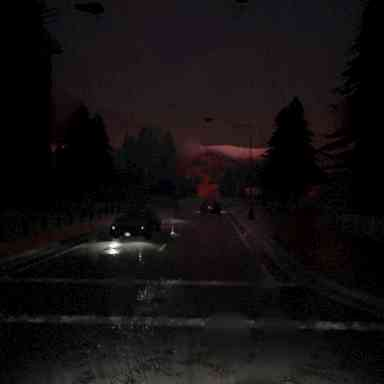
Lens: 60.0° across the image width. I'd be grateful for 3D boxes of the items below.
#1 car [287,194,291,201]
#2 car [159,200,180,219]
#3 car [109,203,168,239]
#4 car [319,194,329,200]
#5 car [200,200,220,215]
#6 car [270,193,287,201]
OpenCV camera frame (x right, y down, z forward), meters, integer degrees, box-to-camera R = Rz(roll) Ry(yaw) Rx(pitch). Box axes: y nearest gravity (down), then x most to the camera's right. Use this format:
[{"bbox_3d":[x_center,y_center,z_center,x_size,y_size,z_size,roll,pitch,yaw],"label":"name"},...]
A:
[{"bbox_3d":[21.262,1.275,75.673,1.970,1.475,3.806,0,0,4],"label":"car"},{"bbox_3d":[-2.113,1.473,28.778,1.837,1.490,4.892,0,0,4],"label":"car"},{"bbox_3d":[-2.775,1.533,17.755,2.033,1.411,5.357,0,0,4],"label":"car"},{"bbox_3d":[33.980,1.195,85.817,1.845,1.501,3.633,0,0,4],"label":"car"},{"bbox_3d":[1.836,1.524,33.364,1.994,1.385,4.181,0,0,3],"label":"car"},{"bbox_3d":[17.781,1.276,68.474,1.845,1.501,3.633,0,0,4],"label":"car"}]
